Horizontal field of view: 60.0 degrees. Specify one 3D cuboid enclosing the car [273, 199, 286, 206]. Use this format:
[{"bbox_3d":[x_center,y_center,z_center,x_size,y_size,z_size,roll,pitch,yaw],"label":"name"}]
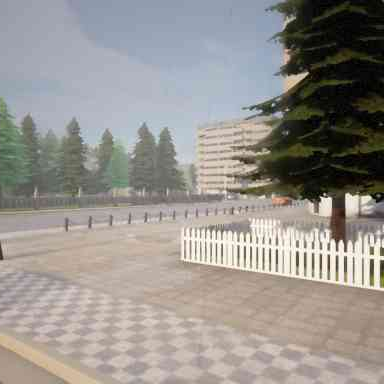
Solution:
[{"bbox_3d":[15.474,1.351,56.669,2.097,1.767,4.553,0,0,36],"label":"car"}]
